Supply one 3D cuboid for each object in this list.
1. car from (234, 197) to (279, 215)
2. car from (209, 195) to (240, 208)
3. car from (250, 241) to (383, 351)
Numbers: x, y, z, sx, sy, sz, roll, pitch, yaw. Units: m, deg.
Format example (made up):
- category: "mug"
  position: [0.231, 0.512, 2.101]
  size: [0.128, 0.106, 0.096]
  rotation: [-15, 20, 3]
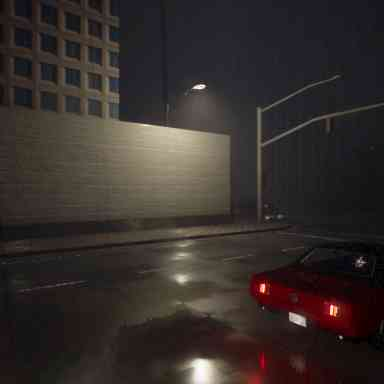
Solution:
- category: "car"
  position: [6.800, 1.407, 34.659]
  size: [2.097, 1.767, 4.553]
  rotation: [0, 0, -35]
- category: "car"
  position: [4.796, 1.408, 49.903]
  size: [2.097, 1.767, 4.553]
  rotation: [0, 0, -36]
- category: "car"
  position: [3.389, 1.601, 6.200]
  size: [4.718, 1.301, 1.895]
  rotation: [0, 0, -35]
